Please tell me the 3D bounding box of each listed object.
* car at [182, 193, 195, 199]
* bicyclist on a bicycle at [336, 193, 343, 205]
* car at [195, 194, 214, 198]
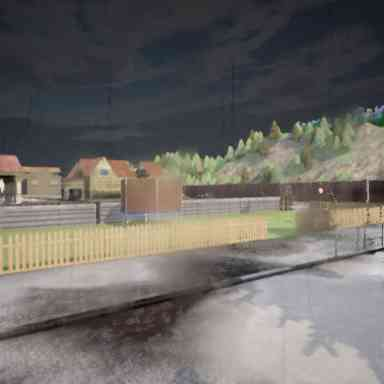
[{"bbox_3d":[-2.055,0.981,58.256,2.097,1.767,4.553,-1,1,-35],"label":"car"},{"bbox_3d":[19.080,0.882,42.999,1.656,1.620,0.582,-1,1,-36],"label":"bicyclist on a bicycle"},{"bbox_3d":[2.034,1.084,59.556,1.837,1.490,4.892,-1,0,-35],"label":"car"}]
